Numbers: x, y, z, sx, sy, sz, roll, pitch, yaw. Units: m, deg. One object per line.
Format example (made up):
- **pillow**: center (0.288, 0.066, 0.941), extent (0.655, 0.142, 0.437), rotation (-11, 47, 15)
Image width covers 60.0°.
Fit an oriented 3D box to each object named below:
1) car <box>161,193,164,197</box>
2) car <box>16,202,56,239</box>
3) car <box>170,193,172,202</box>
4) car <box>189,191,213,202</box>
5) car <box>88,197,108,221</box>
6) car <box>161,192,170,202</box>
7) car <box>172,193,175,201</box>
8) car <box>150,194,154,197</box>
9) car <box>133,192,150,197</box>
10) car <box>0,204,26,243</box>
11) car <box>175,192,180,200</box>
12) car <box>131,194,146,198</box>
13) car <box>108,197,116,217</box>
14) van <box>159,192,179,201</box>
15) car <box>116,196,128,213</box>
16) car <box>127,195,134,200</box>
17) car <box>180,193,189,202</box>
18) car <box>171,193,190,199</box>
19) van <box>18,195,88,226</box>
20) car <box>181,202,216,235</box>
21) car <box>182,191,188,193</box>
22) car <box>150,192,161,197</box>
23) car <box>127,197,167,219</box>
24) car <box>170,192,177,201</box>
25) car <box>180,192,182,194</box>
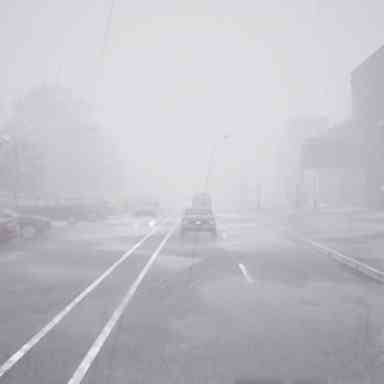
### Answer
- **car**: center (-7.411, 1.358, 54.183), extent (4.674, 1.452, 2.002), rotation (-1, 0, -16)
- **car**: center (-9.295, 1.427, 15.613), extent (5.008, 1.535, 2.097), rotation (-1, 0, -19)
- **car**: center (-6.689, 1.355, 63.064), extent (4.674, 1.452, 2.002), rotation (-1, 0, -15)
- **car**: center (1.161, 1.073, 38.077), extent (2.150, 2.045, 5.566), rotation (0, 0, 3)
- **car**: center (-9.040, 1.389, 24.521), extent (5.008, 1.535, 2.097), rotation (-1, 0, -18)
- **car**: center (-7.003, 1.310, 57.195), extent (5.366, 1.575, 1.946), rotation (-1, 0, -16)
- **car**: center (-6.408, 1.354, 66.005), extent (4.674, 1.452, 2.002), rotation (0, -1, -15)
- **car**: center (-8.025, 1.370, 45.294), extent (4.674, 1.452, 2.002), rotation (-1, 0, -17)
- **car**: center (-8.171, 1.210, 42.329), extent (4.553, 1.767, 2.185), rotation (-1, 0, -17)
- **car**: center (-9.341, 1.440, 12.635), extent (5.008, 1.535, 2.097), rotation (-1, 1, -19)
- **car**: center (-6.054, 1.311, 71.853), extent (5.366, 1.575, 1.946), rotation (-1, 0, -15)
- **car**: center (-8.379, 1.343, 39.363), extent (4.892, 1.521, 2.231), rotation (-1, 0, -17)
- **car**: center (-8.892, 1.251, 27.490), extent (4.553, 1.767, 2.185), rotation (-1, 0, -18)
- **van**: center (-5.378, 1.078, 77.777), extent (4.442, 1.987, 1.878), rotation (-1, 0, -14)
- **car**: center (-8.796, 1.367, 30.454), extent (5.008, 1.535, 2.097), rotation (-1, 0, -18)
- **car**: center (-8.640, 1.387, 33.433), extent (4.792, 1.488, 2.163), rotation (-1, 0, -17)
- **car**: center (-0.829, 1.413, 68.860), extent (1.895, 1.301, 4.718), rotation (0, 0, 5)
- **car**: center (-3.339, 1.234, 95.473), extent (5.366, 1.575, 1.946), rotation (-1, 1, -13)
- **van**: center (-9.242, 1.177, 21.504), extent (4.442, 1.987, 1.878), rotation (-1, 1, -18)
- **car**: center (0.359, 1.473, 18.165), extent (2.033, 1.411, 5.357), rotation (0, 0, 1)
- **car**: center (-4.231, 1.150, 86.673), extent (4.553, 1.767, 2.185), rotation (-1, 0, -13)
- **car**: center (-7.861, 1.074, 48.243), extent (5.566, 2.045, 2.435), rotation (-1, 0, -16)
- **car**: center (-3.656, 1.432, 28.236), extent (2.033, 1.411, 5.357), rotation (0, 0, 2)
- **car**: center (-6.150, 1.354, 68.941), extent (4.674, 1.452, 2.002), rotation (-1, 0, -15)
- **car**: center (-5.567, 1.307, 74.853), extent (5.008, 1.535, 2.097), rotation (-1, 0, -14)
